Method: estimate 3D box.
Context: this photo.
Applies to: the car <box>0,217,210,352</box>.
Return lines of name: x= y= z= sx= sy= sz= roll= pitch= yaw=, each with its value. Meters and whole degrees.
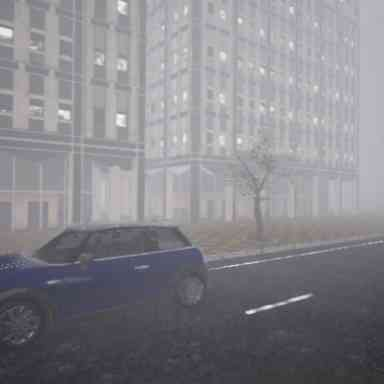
car: x=-1.899 y=1.378 z=6.338 sx=4.553 sy=1.767 sz=2.097 roll=1 pitch=0 yaw=-36
